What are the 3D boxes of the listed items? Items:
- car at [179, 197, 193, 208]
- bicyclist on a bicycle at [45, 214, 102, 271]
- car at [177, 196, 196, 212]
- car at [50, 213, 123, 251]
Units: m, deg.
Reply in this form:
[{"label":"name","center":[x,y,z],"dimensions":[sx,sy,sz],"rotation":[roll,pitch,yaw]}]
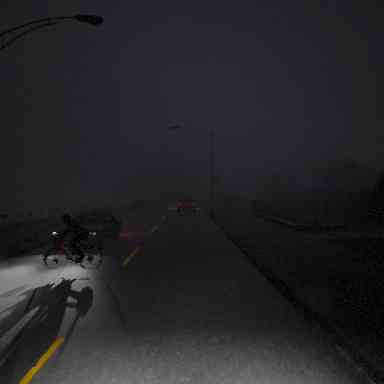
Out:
[{"label":"car","center":[-0.866,1.478,48.847],"dimensions":[1.882,1.535,5.008],"rotation":[0,0,-1]},{"label":"bicyclist on a bicycle","center":[-3.397,1.454,9.484],"dimensions":[1.656,1.620,0.582],"rotation":[-2,0,-1]},{"label":"car","center":[-0.645,1.352,38.836],"dimensions":[2.097,1.767,4.553],"rotation":[0,0,-1]},{"label":"car","center":[-4.337,1.600,14.322],"dimensions":[1.895,1.301,4.718],"rotation":[0,0,-1]}]
